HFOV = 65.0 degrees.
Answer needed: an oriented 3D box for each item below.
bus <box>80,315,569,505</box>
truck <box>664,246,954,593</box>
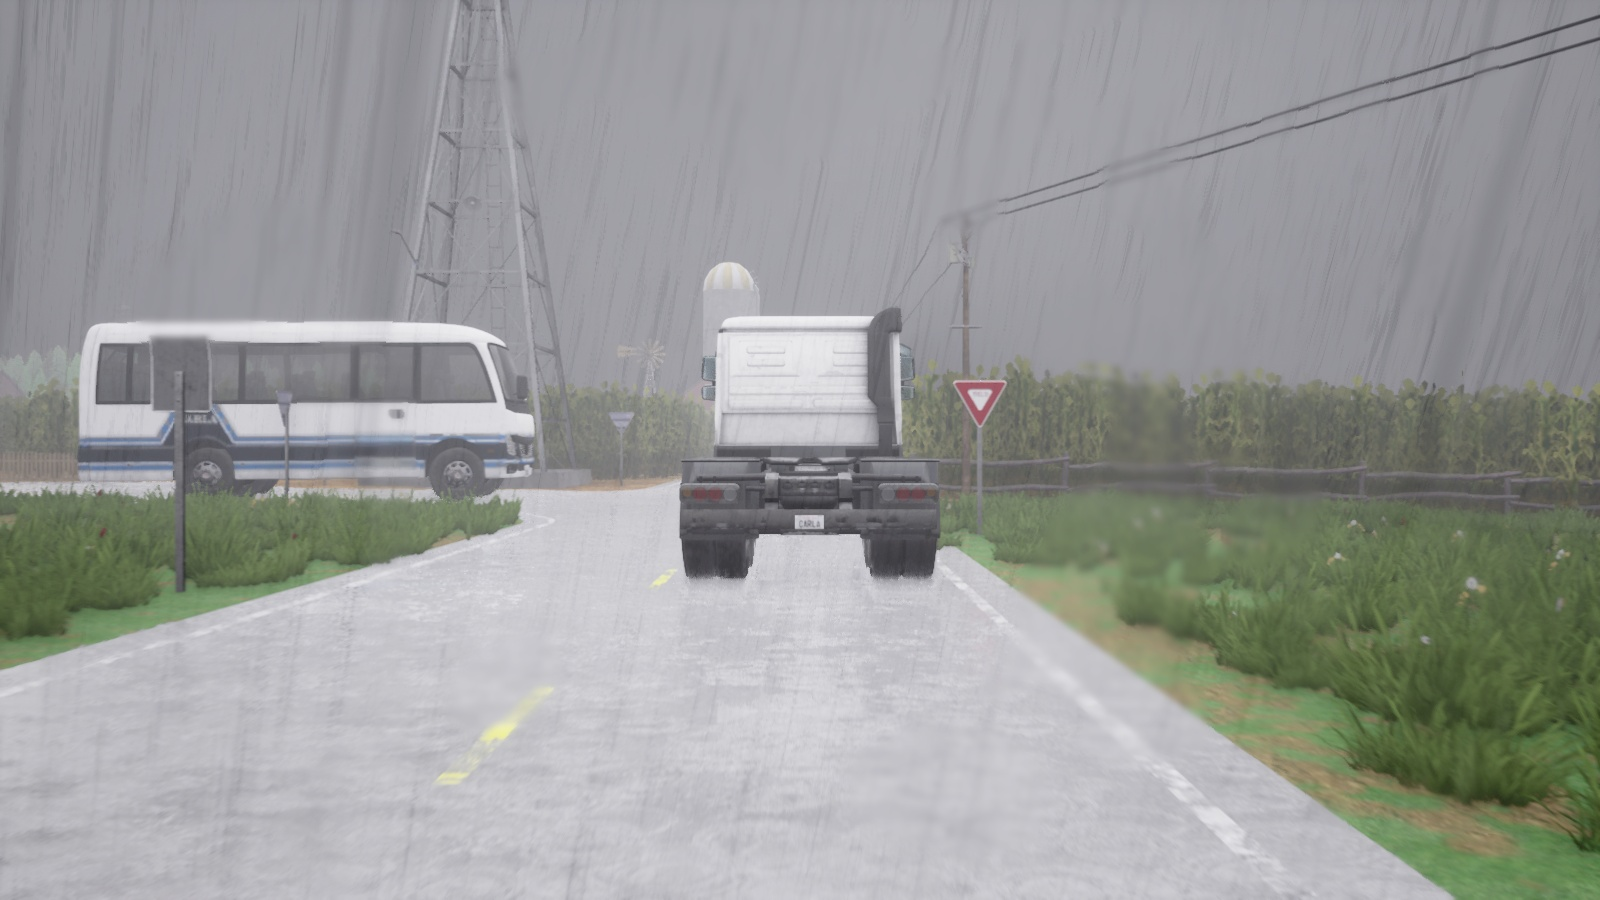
[{"bbox_3d":[-11.026,-0.942,30.305,10.273,4.253,3.944,0,0,-4],"label":"bus"},{"bbox_3d":[0.112,-0.328,16.503,2.891,3.462,7.936,0,0,0],"label":"truck"}]
